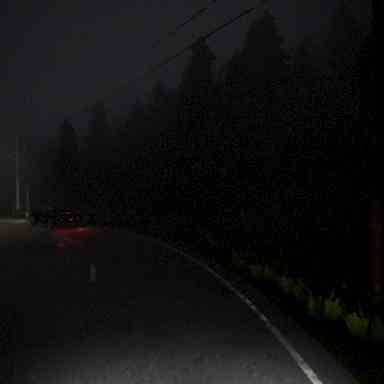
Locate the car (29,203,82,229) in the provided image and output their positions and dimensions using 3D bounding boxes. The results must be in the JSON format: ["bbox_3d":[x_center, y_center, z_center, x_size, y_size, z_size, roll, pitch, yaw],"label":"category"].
[{"bbox_3d":[-9.114,1.494,21.959,4.902,1.511,2.128,0,0,44],"label":"car"}]
